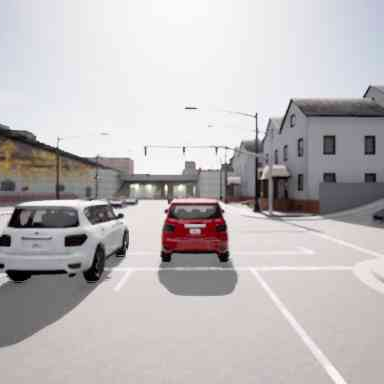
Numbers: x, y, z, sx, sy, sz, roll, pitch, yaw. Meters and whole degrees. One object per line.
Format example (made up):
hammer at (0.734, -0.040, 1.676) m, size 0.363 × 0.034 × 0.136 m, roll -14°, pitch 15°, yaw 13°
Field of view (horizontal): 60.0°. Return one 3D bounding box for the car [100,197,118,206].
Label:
car at (-14.034, 1.595, 56.721) m, size 1.837 × 1.490 × 4.892 m, roll 0°, pitch 0°, yaw 0°

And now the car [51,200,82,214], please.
car at (-14.091, 1.624, 37.625) m, size 1.994 × 1.385 × 4.181 m, roll 0°, pitch 0°, yaw 0°

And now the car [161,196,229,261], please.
car at (0.100, 1.245, 12.455) m, size 2.150 × 2.045 × 5.566 m, roll 0°, pitch 0°, yaw 0°

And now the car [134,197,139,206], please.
car at (-10.524, 1.640, 58.083) m, size 2.033 × 1.411 × 5.357 m, roll 0°, pitch 0°, yaw 0°

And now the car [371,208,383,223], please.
car at (14.838, 0.885, 22.197) m, size 5.357 × 1.411 × 2.033 m, roll -16°, pitch 0°, yaw -1°

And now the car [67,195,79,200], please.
car at (-31.691, 1.436, 88.381) m, size 1.853 × 1.218 × 4.536 m, roll 0°, pitch 0°, yaw -36°

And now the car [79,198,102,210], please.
car at (-14.078, 1.600, 46.366) m, size 1.812 × 1.442 × 4.674 m, roll 0°, pitch 0°, yaw 0°

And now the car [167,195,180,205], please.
car at (-3.486, 1.451, 62.581) m, size 2.097 × 1.767 × 4.553 m, roll 0°, pitch 0°, yaw 0°

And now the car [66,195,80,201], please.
car at (-31.660, 1.593, 88.339) m, size 2.038 × 1.542 × 4.974 m, roll 0°, pitch 0°, yaw -36°

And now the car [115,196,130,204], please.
car at (-13.985, 1.605, 67.135) m, size 1.837 × 1.490 × 4.892 m, roll 0°, pitch 0°, yaw 0°

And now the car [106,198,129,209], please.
car at (-10.580, 1.624, 47.793) m, size 2.033 × 1.411 × 5.357 m, roll 0°, pitch 0°, yaw 0°

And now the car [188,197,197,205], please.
car at (0.101, 1.626, 63.490) m, size 1.812 × 1.442 × 4.674 m, roll 0°, pitch 0°, yaw 0°

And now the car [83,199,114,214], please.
car at (-10.591, 1.552, 38.044) m, size 2.128 × 1.511 × 4.902 m, roll 0°, pitch 0°, yaw 0°

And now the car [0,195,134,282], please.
car at (-3.404, 1.239, 9.963) m, size 2.150 × 2.045 × 5.566 m, roll 0°, pitch 0°, yaw 0°
